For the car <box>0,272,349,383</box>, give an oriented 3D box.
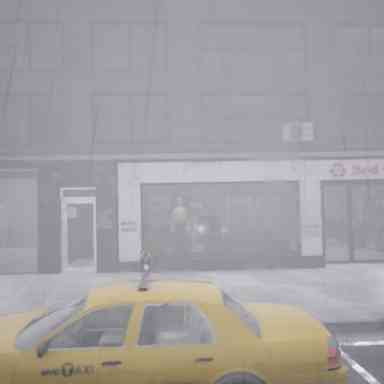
[{"bbox_3d":[-0.807,1.663,3.854,4.829,1.417,1.752,0,-3,-3],"label":"car"}]
